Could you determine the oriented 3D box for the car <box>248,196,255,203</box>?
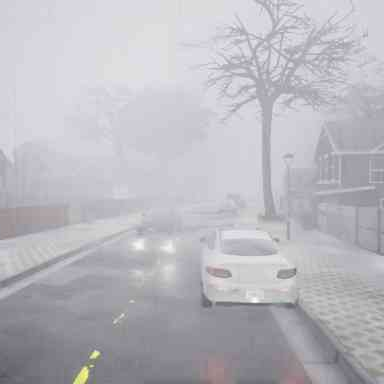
[{"bbox_3d":[12.275,1.550,71.440,1.812,1.442,4.674,0,0,23],"label":"car"}]

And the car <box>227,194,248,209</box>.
[{"bbox_3d":[5.946,1.229,45.254,2.150,2.045,5.566,0,0,15],"label":"car"}]

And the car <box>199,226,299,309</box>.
[{"bbox_3d":[1.146,1.525,7.787,1.812,1.442,4.674,0,0,3],"label":"car"}]

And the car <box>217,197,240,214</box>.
[{"bbox_3d":[3.813,1.527,35.419,1.812,1.442,4.674,0,0,12],"label":"car"}]

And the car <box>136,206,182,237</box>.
[{"bbox_3d":[-1.657,1.519,18.140,1.812,1.442,4.674,0,0,6],"label":"car"}]
